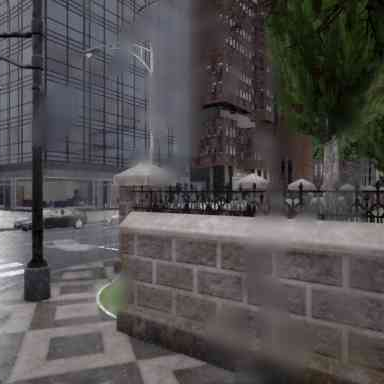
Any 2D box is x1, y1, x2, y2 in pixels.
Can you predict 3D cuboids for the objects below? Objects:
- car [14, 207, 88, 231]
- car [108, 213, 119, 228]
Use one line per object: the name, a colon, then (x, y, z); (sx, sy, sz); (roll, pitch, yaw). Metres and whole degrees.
car: (-8.425, 1.632, 20.205); (2.008, 1.369, 4.403); (0, -1, 36)
car: (-3.494, 1.635, 22.484); (1.812, 1.442, 4.674); (0, 0, 36)
